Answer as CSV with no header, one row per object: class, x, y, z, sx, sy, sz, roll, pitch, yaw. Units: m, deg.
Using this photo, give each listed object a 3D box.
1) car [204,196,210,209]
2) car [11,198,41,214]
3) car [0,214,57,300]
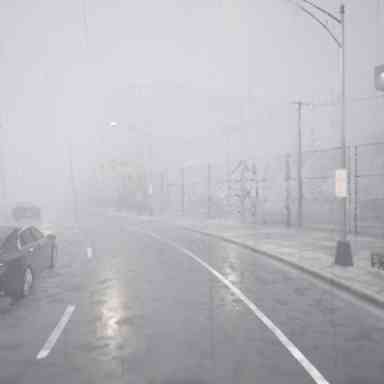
car,1.916,1.273,43.954,2.185,1.767,4.553,0,0,-33
car,-14.015,1.575,28.077,1.882,1.535,5.008,0,0,-32
car,-4.682,1.536,8.275,1.837,1.490,4.892,0,0,-12
